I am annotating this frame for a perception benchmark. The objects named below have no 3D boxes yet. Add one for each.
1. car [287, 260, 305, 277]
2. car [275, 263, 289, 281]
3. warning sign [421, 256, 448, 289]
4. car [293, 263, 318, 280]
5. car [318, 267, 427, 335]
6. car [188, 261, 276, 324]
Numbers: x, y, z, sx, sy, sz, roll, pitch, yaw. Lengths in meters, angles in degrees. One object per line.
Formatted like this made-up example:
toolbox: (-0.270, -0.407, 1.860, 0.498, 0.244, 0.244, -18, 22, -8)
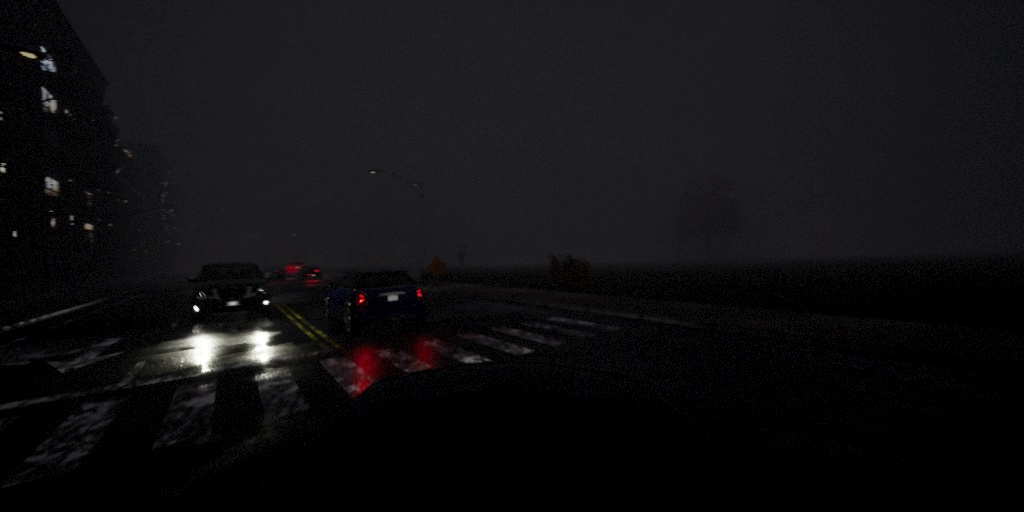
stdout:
car: (-27.976, 1.608, 46.206, 2.150, 2.045, 5.566, -2, 0, -38)
car: (-24.242, 1.797, 36.327, 1.882, 1.535, 5.008, -2, 0, -38)
warning sign: (-4.326, 0.906, 20.911, 1.300, 1.860, 1.060, 0, 0, -38)
car: (-21.629, 1.738, 38.259, 1.837, 1.490, 4.892, -2, 0, -38)
car: (-4.480, 1.187, 11.354, 2.097, 1.767, 4.553, -2, 0, -37)
car: (-10.842, 1.237, 13.882, 2.150, 2.045, 5.566, -2, 0, -38)
